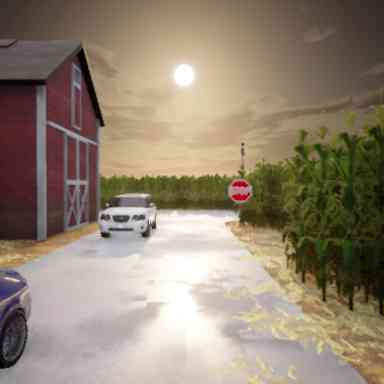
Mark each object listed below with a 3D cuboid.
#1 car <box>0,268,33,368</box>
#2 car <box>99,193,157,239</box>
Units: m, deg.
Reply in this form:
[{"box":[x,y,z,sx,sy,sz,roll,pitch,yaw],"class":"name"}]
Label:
[{"box":[-3.185,1.519,3.015,1.812,1.442,4.674,0,0,0],"class":"car"},{"box":[-3.078,1.107,17.166,2.150,2.045,5.566,0,0,0],"class":"car"}]
